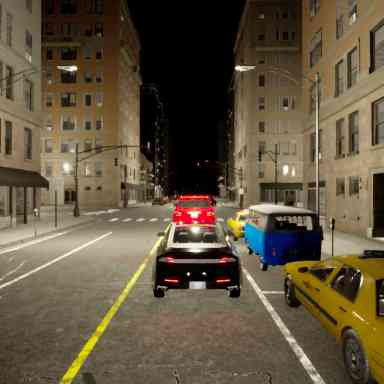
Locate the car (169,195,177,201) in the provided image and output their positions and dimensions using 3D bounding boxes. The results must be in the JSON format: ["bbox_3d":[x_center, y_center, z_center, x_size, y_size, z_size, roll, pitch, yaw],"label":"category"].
[{"bbox_3d":[-5.043,1.525,87.035,1.752,1.417,4.829,1,0,1],"label":"car"}]

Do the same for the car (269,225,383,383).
[{"bbox_3d":[2.679,1.526,5.080,1.752,1.417,4.829,1,0,0],"label":"car"}]

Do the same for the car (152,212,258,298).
[{"bbox_3d":[0.105,1.493,8.513,2.128,1.511,4.902,0,0,0],"label":"car"}]

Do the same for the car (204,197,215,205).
[{"bbox_3d":[3.108,1.548,59.451,1.887,1.381,4.507,1,0,1],"label":"car"}]

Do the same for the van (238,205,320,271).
[{"bbox_3d":[2.686,1.343,10.584,1.690,1.788,3.998,1,0,0],"label":"van"}]

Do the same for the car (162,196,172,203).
[{"bbox_3d":[-5.266,1.548,70.619,1.887,1.381,4.507,1,0,1],"label":"car"}]

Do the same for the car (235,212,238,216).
[{"bbox_3d":[2.689,1.528,16.427,1.752,1.417,4.829,1,0,0],"label":"car"}]

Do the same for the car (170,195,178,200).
[{"bbox_3d":[-4.966,1.564,92.734,1.947,1.339,4.313,1,0,1],"label":"car"}]

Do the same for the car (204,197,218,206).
[{"bbox_3d":[3.033,1.570,53.921,1.947,1.339,4.313,1,0,1],"label":"car"}]

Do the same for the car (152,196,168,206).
[{"bbox_3d":[-5.492,1.587,54.032,1.802,1.307,4.206,1,0,1],"label":"car"}]

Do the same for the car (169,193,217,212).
[{"bbox_3d":[0.115,1.225,18.699,2.150,2.045,5.566,0,0,0],"label":"car"}]

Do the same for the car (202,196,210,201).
[{"bbox_3d":[3.408,1.566,81.572,1.947,1.339,4.313,1,0,1],"label":"car"}]

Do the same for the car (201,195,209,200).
[{"bbox_3d":[3.558,1.548,92.632,2.008,1.369,4.403,1,0,1],"label":"car"}]

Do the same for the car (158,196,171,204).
[{"bbox_3d":[-5.342,1.555,65.090,2.008,1.369,4.403,1,0,1],"label":"car"}]

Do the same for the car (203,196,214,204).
[{"bbox_3d":[3.183,1.554,64.981,2.008,1.369,4.403,1,0,1],"label":"car"}]

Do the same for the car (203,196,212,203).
[{"bbox_3d":[3.258,1.547,70.511,1.887,1.381,4.507,1,0,1],"label":"car"}]
